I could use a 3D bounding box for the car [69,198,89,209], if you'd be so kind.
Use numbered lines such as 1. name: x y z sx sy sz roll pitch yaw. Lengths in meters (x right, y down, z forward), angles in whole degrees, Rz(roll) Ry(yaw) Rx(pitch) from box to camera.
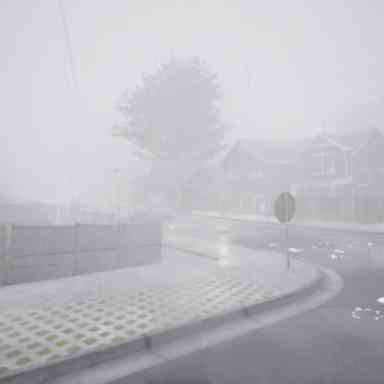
1. car: -15.854 1.607 46.461 2.033 1.411 5.357 -3 1 -29

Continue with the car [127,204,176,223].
1. car: -3.228 1.604 25.332 2.033 1.411 5.357 -3 2 -33
